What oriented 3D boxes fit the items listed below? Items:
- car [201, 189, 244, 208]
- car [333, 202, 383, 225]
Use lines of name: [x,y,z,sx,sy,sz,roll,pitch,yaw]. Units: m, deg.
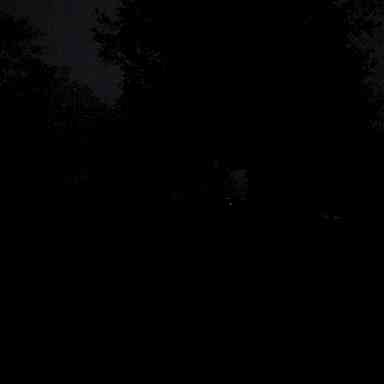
car: [2.920,0.561,32.141,2.097,1.767,4.553,2,1,-35]
car: [12.661,1.444,23.454,2.033,1.411,5.357,2,1,-24]
